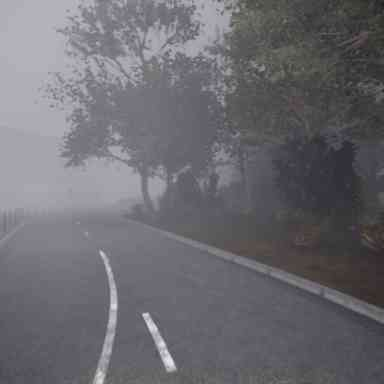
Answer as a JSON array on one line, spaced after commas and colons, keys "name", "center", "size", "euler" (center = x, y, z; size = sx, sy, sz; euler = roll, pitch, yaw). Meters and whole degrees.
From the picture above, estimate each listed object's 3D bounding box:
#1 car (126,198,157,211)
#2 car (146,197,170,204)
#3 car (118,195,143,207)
[{"name": "car", "center": [-6.673, 1.882, 44.976], "size": [1.895, 1.301, 4.718], "euler": [-1, 0, 17]}, {"name": "car", "center": [-7.240, 1.883, 70.530], "size": [4.674, 1.452, 2.002], "euler": [-1, 0, 16]}, {"name": "car", "center": [-10.437, 1.604, 59.688], "size": [5.566, 2.045, 2.435], "euler": [-1, 0, 16]}]
